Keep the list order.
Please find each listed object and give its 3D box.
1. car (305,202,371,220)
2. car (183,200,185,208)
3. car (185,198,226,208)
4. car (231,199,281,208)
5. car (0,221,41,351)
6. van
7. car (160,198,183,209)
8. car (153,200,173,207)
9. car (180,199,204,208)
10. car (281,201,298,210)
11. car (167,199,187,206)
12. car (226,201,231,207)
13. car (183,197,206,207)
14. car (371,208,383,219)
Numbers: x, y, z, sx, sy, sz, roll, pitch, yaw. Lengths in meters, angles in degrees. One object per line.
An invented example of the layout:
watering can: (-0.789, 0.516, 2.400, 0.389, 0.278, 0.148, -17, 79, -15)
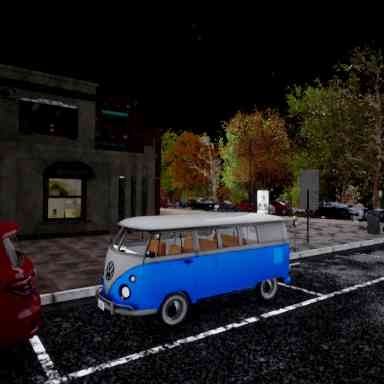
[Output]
car: (11.979, 1.583, 28.300, 2.128, 1.511, 4.902, 1, -1, -34)
car: (-1.628, 1.981, 54.270, 2.033, 1.411, 5.357, 1, -1, -34)
car: (1.702, 1.771, 43.501, 2.128, 1.511, 4.902, 1, -1, -34)
car: (6.833, 1.538, 35.922, 2.097, 1.767, 4.553, 1, -1, -34)
car: (-4.293, 1.315, 3.483, 5.009, 1.841, 2.192, 0, 1, -35)
van: (0.214, 1.342, 6.709, 3.998, 1.788, 1.690, 0, 1, -35)
car: (-3.844, 1.734, 51.743, 2.097, 1.767, 4.553, 1, -1, -34)
car: (-5.803, 2.204, 66.322, 1.895, 1.301, 4.718, 1, -1, -34)
car: (-0.012, 2.024, 57.826, 1.812, 1.442, 4.674, 1, -1, -34)
car: (9.734, 1.751, 37.428, 1.812, 1.442, 4.674, 1, -1, -34)
car: (-3.095, 2.172, 68.122, 1.812, 1.442, 4.674, 1, -1, -34)
car: (4.286, 1.872, 45.475, 2.033, 1.411, 5.357, 1, -1, -34)
car: (0.423, 1.935, 63.006, 2.097, 1.767, 4.553, 1, -1, -34)
car: (14.817, 1.733, 29.924, 1.895, 1.301, 4.718, 1, -1, -34)
